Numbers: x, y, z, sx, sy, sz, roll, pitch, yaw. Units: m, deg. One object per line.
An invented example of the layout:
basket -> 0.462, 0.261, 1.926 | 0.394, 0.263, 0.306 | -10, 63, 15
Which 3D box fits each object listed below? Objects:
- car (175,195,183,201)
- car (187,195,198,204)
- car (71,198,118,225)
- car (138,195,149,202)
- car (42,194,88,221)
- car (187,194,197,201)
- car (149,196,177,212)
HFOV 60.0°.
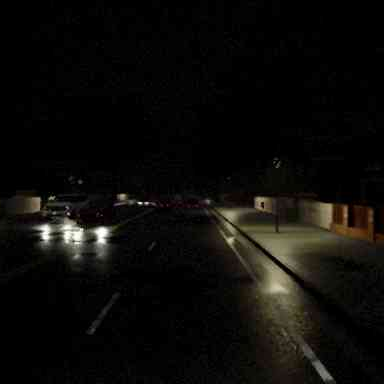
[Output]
car -> -3.258, 1.366, 76.562 | 1.812, 1.442, 4.674 | 0, 0, 0
car -> 0.094, 1.394, 58.439 | 1.812, 1.442, 4.674 | 0, 0, 0
car -> -6.600, 1.415, 23.586 | 1.882, 1.535, 5.008 | 0, 0, 0
car -> -9.757, 1.388, 67.857 | 1.994, 1.385, 4.181 | 0, 0, 0
car -> -9.850, 1.152, 26.608 | 2.150, 2.045, 5.566 | 0, 0, 0
car -> -0.008, 1.362, 79.880 | 2.128, 1.511, 4.902 | 0, 0, 0
car -> -3.155, 1.454, 37.257 | 2.033, 1.411, 5.357 | 0, 0, 0
